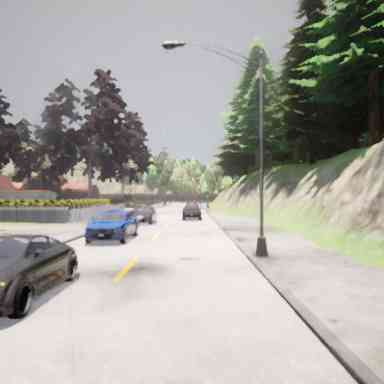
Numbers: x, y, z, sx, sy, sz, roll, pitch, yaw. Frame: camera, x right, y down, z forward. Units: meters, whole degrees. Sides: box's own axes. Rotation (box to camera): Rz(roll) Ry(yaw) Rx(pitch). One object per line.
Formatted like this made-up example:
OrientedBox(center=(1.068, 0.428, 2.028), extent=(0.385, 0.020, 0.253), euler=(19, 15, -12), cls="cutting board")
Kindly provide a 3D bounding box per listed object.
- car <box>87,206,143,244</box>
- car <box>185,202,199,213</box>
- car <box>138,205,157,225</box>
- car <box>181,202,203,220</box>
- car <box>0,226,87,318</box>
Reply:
OrientedBox(center=(-4.068, 1.708, 17.500), extent=(1.882, 1.535, 5.008), euler=(0, -1, 1), cls="car")
OrientedBox(center=(-0.008, 2.128, 46.005), extent=(1.812, 1.442, 4.674), euler=(0, -1, 0), cls="car")
OrientedBox(center=(-4.004, 1.853, 27.591), extent=(2.128, 1.511, 4.902), euler=(0, -1, 0), cls="car")
OrientedBox(center=(0.002, 1.921, 32.712), extent=(2.128, 1.511, 4.902), euler=(0, -1, 0), cls="car")
OrientedBox(center=(-4.097, 1.663, 7.460), extent=(1.994, 1.385, 4.181), euler=(0, -1, 0), cls="car")
